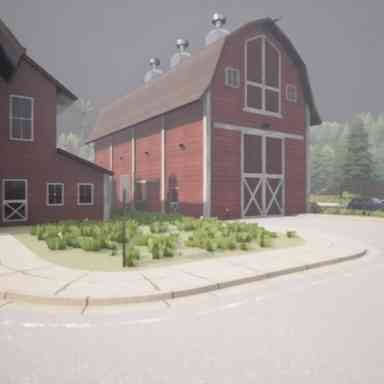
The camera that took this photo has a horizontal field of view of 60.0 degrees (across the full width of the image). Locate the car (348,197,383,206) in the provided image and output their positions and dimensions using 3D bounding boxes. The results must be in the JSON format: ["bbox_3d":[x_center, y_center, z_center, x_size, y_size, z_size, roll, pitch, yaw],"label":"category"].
[{"bbox_3d":[19.008,1.372,35.344,2.097,1.767,4.553,0,0,-34],"label":"car"}]
